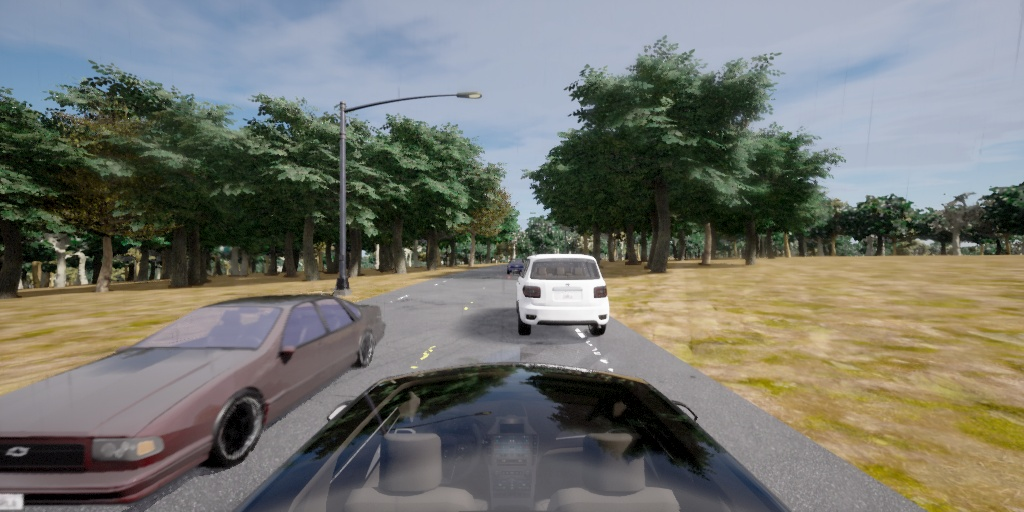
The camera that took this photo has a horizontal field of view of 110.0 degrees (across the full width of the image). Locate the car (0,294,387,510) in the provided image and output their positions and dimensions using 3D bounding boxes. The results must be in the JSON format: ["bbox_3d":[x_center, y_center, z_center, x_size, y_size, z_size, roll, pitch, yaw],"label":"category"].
[{"bbox_3d":[-3.496,1.297,5.121,2.033,1.411,5.357,0,0,0],"label":"car"}]

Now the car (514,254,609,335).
[{"bbox_3d":[1.230,0.972,10.610,2.150,2.045,5.566,0,0,0],"label":"car"}]

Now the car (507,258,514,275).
[{"bbox_3d":[0.640,1.027,39.122,2.097,1.767,4.553,0,0,4],"label":"car"}]

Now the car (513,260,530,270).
[{"bbox_3d":[1.406,1.222,49.275,1.895,1.301,4.718,0,0,7],"label":"car"}]
